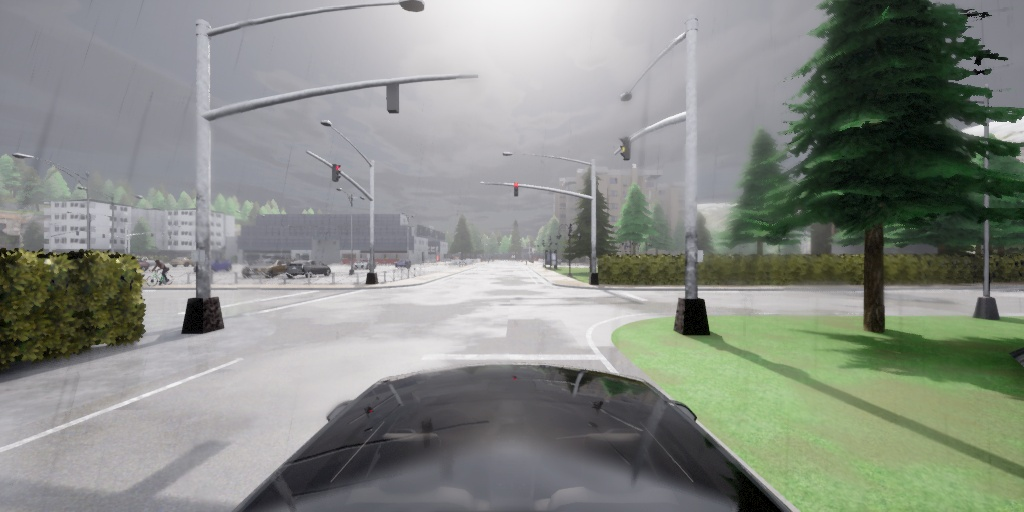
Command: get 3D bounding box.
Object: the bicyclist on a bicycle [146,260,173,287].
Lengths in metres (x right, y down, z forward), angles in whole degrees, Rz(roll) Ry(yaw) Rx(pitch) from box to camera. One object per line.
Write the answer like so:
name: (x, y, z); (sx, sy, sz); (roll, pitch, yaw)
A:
bicyclist on a bicycle: (-21.760, 1.051, 22.163); (0.582, 1.620, 1.656); (0, 0, 1)
